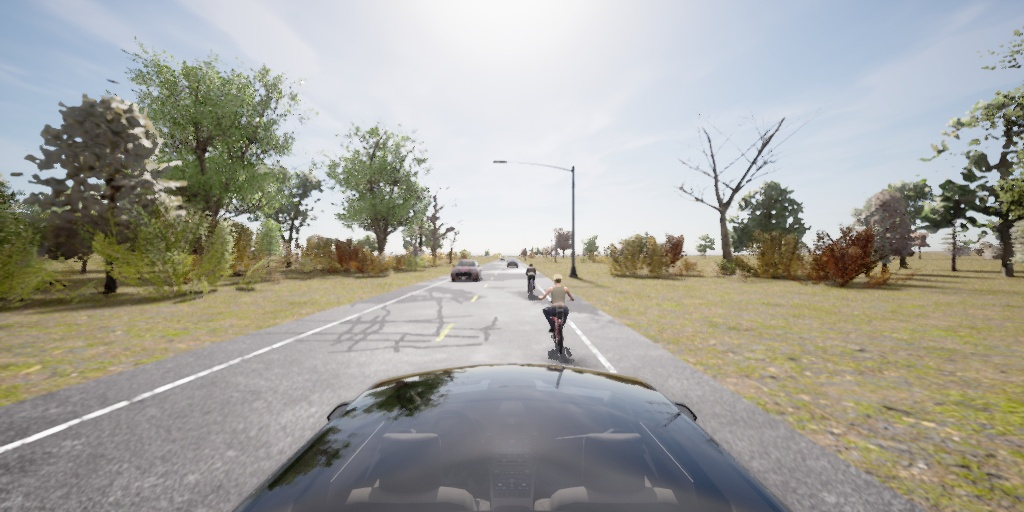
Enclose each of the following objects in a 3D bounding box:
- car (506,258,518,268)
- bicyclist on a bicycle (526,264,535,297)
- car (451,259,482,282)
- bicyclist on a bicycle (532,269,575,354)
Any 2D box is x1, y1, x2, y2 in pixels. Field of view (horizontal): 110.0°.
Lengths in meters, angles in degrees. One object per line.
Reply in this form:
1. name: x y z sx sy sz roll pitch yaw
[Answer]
1. car: 0.095 1.264 61.756 1.812 1.442 4.674 0 -1 0
2. bicyclist on a bicycle: 0.962 1.202 17.928 0.582 1.620 1.656 0 0 0
3. car: -3.601 1.100 28.902 2.097 1.767 4.553 0 0 0
4. bicyclist on a bicycle: 0.979 1.187 7.813 0.866 1.612 1.509 0 0 0
